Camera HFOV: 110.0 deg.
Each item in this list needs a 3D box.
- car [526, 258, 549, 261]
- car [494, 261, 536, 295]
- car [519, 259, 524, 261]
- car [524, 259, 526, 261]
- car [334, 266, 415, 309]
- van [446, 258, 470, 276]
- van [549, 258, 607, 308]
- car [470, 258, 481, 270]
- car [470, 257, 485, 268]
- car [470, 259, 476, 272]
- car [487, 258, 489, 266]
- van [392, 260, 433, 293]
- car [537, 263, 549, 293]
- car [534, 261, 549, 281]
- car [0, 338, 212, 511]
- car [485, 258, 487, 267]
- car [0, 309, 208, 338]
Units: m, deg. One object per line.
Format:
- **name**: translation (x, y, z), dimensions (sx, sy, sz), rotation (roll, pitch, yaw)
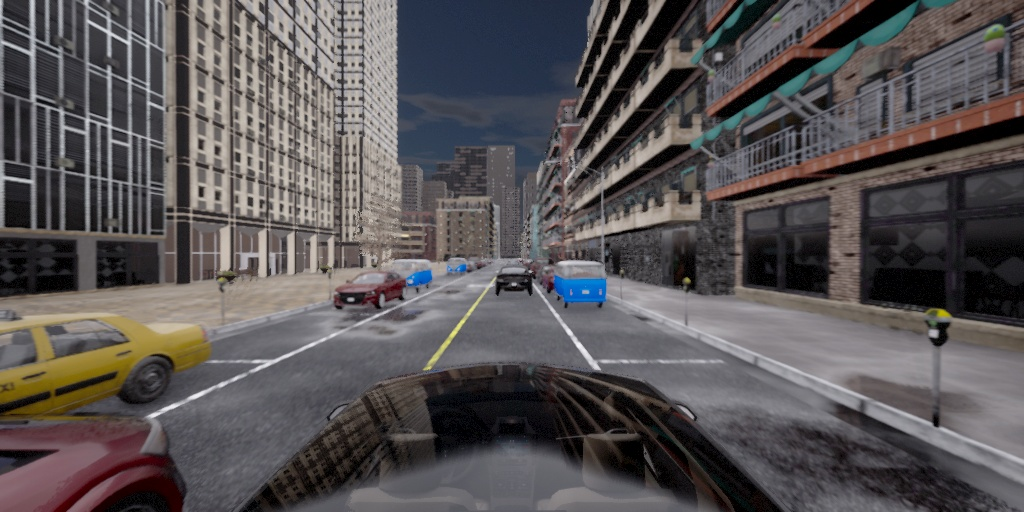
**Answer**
- **car**: translation (2.694, 1.067, 31.491), dimensions (2.192, 1.841, 5.009), rotation (0, 0, 0)
- **car**: translation (0.104, 1.227, 20.011), dimensions (1.882, 1.535, 5.008), rotation (0, 0, 0)
- **car**: translation (0.110, 1.306, 45.639), dimensions (2.033, 1.411, 5.357), rotation (0, 0, 0)
- **car**: translation (2.698, 1.323, 42.545), dimensions (1.948, 1.339, 4.313), rotation (0, 0, 0)
- **car**: translation (-5.689, 1.294, 14.910), dimensions (1.888, 1.381, 4.507), rotation (0, 0, 0)
- **van**: translation (-5.684, 1.095, 37.020), dimensions (1.690, 1.789, 3.998), rotation (0, 0, 0)
- **van**: translation (2.692, 1.090, 14.907), dimensions (1.690, 1.789, 3.998), rotation (0, 0, 0)
- **car**: translation (-5.682, 1.311, 48.076), dimensions (2.007, 1.370, 4.403), rotation (0, 0, 0)
- **car**: translation (-5.681, 1.079, 53.603), dimensions (2.192, 1.841, 5.009), rotation (0, 0, 0)
- **car**: translation (-5.683, 1.339, 42.547), dimensions (1.802, 1.307, 4.207), rotation (0, 0, 0)
- **car**: translation (-5.679, 1.320, 64.658), dimensions (1.888, 1.381, 4.507), rotation (0, 0, 0)
- **van**: translation (-5.688, 1.090, 20.438), dimensions (1.690, 1.789, 3.998), rotation (0, 0, 0)
- **car**: translation (2.693, 1.295, 20.435), dimensions (1.888, 1.381, 4.507), rotation (0, 0, 0)
- **car**: translation (2.694, 1.301, 25.962), dimensions (2.007, 1.370, 4.403), rotation (0, 0, 0)
- **car**: translation (-3.092, 1.314, 0.540), dimensions (1.994, 1.385, 4.181), rotation (0, 0, 0)
- **car**: translation (-5.680, 1.351, 59.130), dimensions (1.802, 1.307, 4.207), rotation (0, 0, 0)
- **car**: translation (-5.692, 1.275, 3.684), dimensions (1.751, 1.417, 4.829), rotation (0, 0, 0)
